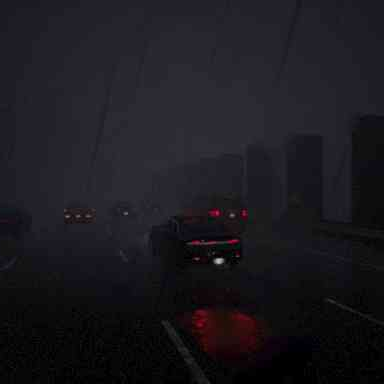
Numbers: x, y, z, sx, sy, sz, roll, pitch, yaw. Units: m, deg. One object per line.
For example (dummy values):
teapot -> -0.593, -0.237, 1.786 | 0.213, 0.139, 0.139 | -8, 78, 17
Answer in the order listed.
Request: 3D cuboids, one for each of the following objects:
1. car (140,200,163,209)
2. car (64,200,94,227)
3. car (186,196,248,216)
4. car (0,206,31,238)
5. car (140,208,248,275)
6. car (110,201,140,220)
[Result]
car -> -4.244, 1.524, 34.431 | 1.812, 1.442, 4.674 | 0, 0, -19
car -> -7.860, 1.546, 23.107 | 2.033, 1.411, 5.357 | 0, 0, -18
car -> 1.069, 1.217, 18.280 | 2.150, 2.045, 5.566 | 0, -1, -18
car -> -9.633, 1.476, 17.242 | 1.882, 1.535, 5.008 | 0, 0, -18
car -> -0.096, 1.491, 10.586 | 2.128, 1.511, 4.902 | 0, 0, -18
car -> -5.949, 1.524, 28.508 | 1.812, 1.442, 4.674 | 0, 0, -18
